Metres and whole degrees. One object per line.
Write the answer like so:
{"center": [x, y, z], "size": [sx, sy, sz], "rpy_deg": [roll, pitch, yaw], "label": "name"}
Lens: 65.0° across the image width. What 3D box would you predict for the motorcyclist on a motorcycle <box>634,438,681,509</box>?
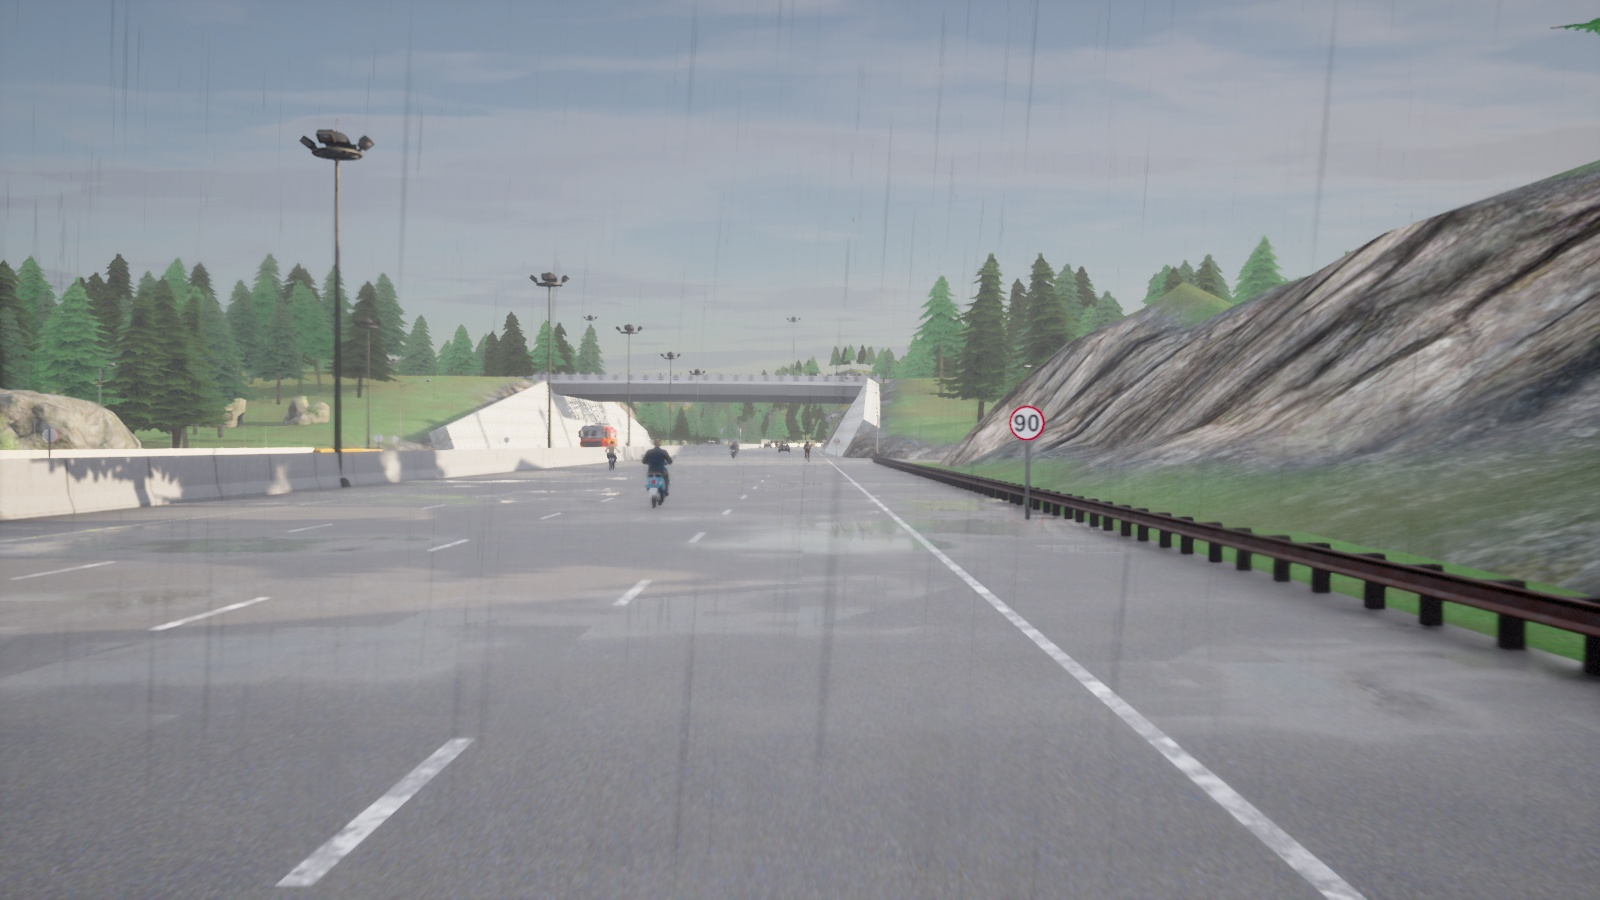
{"center": [-3.317, 0.532, 29.390], "size": [0.866, 1.590, 1.817], "rpy_deg": [0, 0, 0], "label": "motorcyclist on a motorcycle"}
